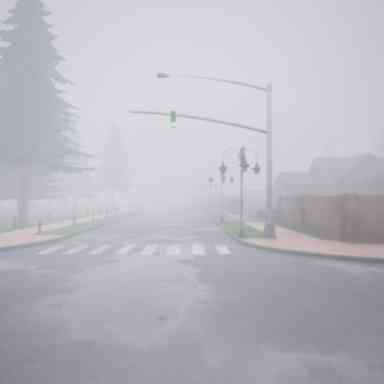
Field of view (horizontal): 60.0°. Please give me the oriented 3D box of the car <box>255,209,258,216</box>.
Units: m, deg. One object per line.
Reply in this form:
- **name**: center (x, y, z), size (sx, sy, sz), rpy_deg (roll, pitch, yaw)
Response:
- **car**: center (8.247, 1.703, 32.457), size (3.866, 1.878, 1.905), rpy_deg (0, -1, -1)

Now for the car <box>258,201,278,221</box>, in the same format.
- **car**: center (8.675, 1.661, 29.949), size (4.605, 1.855, 1.932), rpy_deg (0, -1, -1)
